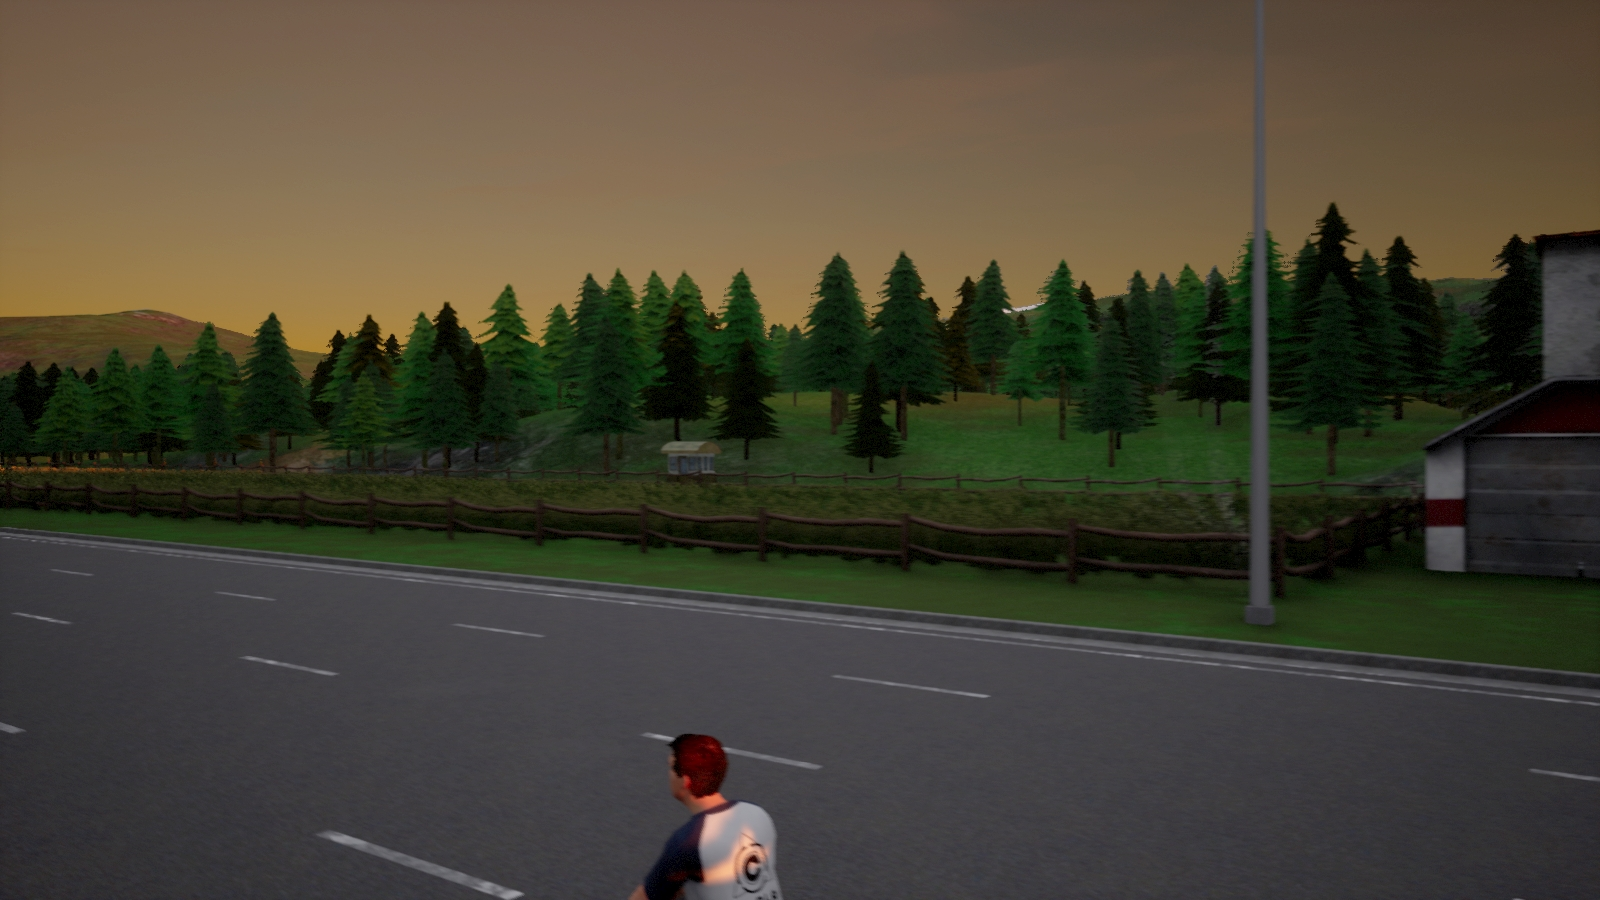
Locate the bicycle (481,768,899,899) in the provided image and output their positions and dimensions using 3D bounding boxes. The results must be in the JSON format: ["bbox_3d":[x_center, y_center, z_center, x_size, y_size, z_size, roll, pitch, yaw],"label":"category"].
[{"bbox_3d":[-0.448,2.056,4.098,1.643,1.496,0.373,0,0,35],"label":"bicycle"}]
